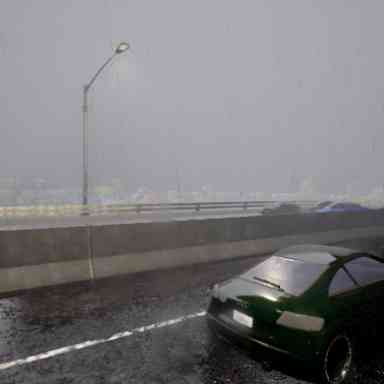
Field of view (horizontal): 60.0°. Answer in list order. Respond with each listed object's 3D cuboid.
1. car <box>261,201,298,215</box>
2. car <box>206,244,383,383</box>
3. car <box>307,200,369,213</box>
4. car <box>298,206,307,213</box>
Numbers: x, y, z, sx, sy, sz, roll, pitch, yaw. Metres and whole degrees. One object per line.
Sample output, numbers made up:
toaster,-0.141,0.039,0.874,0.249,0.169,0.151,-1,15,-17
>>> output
car,8.408,1.574,31.168,4.181,1.385,1.994,0,0,-34
car,2.275,1.565,5.345,4.181,1.385,1.994,0,0,-35
car,11.038,1.488,24.489,5.008,1.535,1.882,0,0,-34
car,11.898,1.519,29.309,4.892,1.490,1.837,1,0,-34
